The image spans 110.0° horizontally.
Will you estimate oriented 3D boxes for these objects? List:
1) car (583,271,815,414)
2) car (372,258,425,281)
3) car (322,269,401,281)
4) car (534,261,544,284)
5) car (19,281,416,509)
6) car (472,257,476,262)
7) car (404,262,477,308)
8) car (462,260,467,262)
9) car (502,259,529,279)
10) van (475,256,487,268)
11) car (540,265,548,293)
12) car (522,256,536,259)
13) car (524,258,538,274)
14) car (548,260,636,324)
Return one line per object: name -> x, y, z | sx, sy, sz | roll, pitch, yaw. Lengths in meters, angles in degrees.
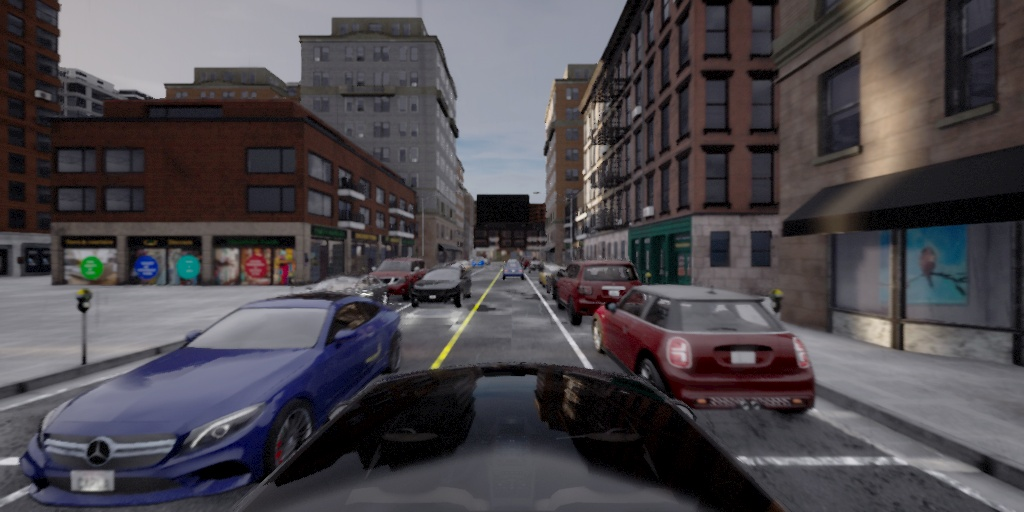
car -> 2.639, 1.179, 6.031 | 1.967, 1.591, 4.097 | 0, 0, 0
car -> -5.385, 1.026, 17.356 | 2.192, 1.841, 5.009 | 0, 0, 0
car -> -5.386, 1.276, 11.694 | 2.007, 1.370, 4.403 | 0, 0, 0
car -> 2.640, 1.222, 23.187 | 1.751, 1.417, 4.829 | 0, 0, 0
car -> -2.850, 1.268, 4.767 | 1.812, 1.442, 4.674 | 0, 0, 0
car -> -5.384, 1.180, 39.833 | 1.751, 1.417, 4.829 | 0, 0, 0
car -> -2.831, 1.194, 15.330 | 1.882, 1.535, 5.008 | 0, 0, 0
car -> -5.384, 1.250, 34.342 | 1.802, 1.307, 4.207 | 0, 0, 0
car -> 0.105, 1.225, 30.899 | 2.033, 1.411, 5.357 | 0, 0, 0
van -> -5.383, 0.954, 56.989 | 1.690, 1.789, 3.998 | 0, 0, 0
car -> 2.640, 1.277, 17.355 | 1.948, 1.339, 4.313 | 0, 0, 0
car -> 2.642, 0.941, 51.326 | 2.192, 1.841, 5.009 | 0, 0, 0
car -> 2.641, 1.205, 40.002 | 2.007, 1.370, 4.403 | 0, 0, 0
car -> 2.639, 1.040, 11.693 | 2.192, 1.841, 5.009 | 0, 0, 0
